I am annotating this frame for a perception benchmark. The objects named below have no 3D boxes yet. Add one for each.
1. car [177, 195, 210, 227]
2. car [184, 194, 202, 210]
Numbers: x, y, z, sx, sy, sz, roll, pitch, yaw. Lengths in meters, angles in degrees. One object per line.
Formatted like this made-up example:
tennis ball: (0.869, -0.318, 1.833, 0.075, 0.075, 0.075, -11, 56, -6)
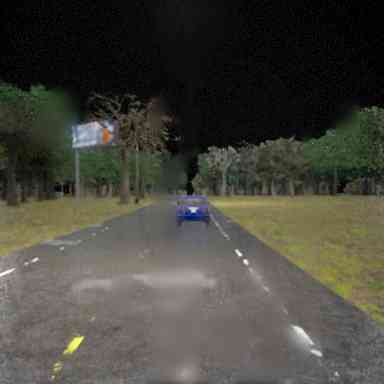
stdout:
car: (0.101, 1.229, 23.179, 2.150, 2.045, 5.566, 0, 1, 0)
car: (0.105, 1.206, 42.159, 2.097, 1.767, 4.553, 0, 0, 0)
